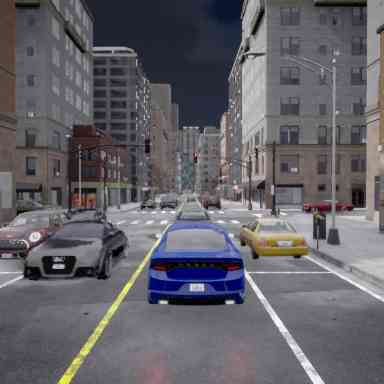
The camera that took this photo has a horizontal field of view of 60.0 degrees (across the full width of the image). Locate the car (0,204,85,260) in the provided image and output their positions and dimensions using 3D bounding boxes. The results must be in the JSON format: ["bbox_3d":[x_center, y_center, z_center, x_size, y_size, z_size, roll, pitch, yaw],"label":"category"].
[{"bbox_3d":[-5.704,1.441,12.230,1.967,1.590,4.097,-1,0,0],"label":"car"}]

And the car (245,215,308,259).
[{"bbox_3d":[2.821,1.527,12.419,1.752,1.417,4.829,-1,0,0],"label":"car"}]

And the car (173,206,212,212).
[{"bbox_3d":[0.063,1.605,17.515,1.895,1.301,4.718,0,0,0],"label":"car"}]

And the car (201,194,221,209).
[{"bbox_3d":[2.750,1.349,44.617,2.192,1.841,5.009,-1,0,0],"label":"car"}]

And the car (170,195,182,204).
[{"bbox_3d":[-3.180,1.406,65.450,2.097,1.767,4.553,0,0,1],"label":"car"}]

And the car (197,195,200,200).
[{"bbox_3d":[2.707,1.370,66.961,2.192,1.841,5.009,-1,0,0],"label":"car"}]

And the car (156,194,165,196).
[{"bbox_3d":[-5.797,1.571,55.601,1.752,1.417,4.829,-1,0,0],"label":"car"}]

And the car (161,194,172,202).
[{"bbox_3d":[-5.847,1.377,78.115,2.192,1.841,5.009,-1,0,0],"label":"car"}]

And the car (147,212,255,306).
[{"bbox_3d":[0.079,1.478,8.152,1.882,1.535,5.008,0,0,0],"label":"car"}]

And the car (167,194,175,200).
[{"bbox_3d":[-5.882,1.510,94.871,1.967,1.590,4.097,-1,0,0],"label":"car"}]

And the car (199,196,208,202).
[{"bbox_3d":[2.688,1.587,78.303,1.752,1.417,4.829,-1,0,0],"label":"car"}]

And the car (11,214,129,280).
[{"bbox_3d":[-3.136,1.564,9.798,1.994,1.385,4.181,0,0,0],"label":"car"}]

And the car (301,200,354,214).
[{"bbox_3d":[13.289,1.457,32.882,4.718,1.301,1.895,-1,1,-1],"label":"car"}]

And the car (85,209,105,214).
[{"bbox_3d":[-5.715,1.570,17.726,1.947,1.339,4.313,-1,0,0],"label":"car"}]

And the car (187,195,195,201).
[{"bbox_3d":[-0.182,1.534,84.497,1.895,1.301,4.718,0,0,0],"label":"car"}]

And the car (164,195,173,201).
[{"bbox_3d":[-5.858,1.505,83.700,1.967,1.590,4.097,-1,0,0],"label":"car"}]

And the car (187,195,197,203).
[{"bbox_3d":[-0.159,1.577,74.045,2.128,1.511,4.902,0,0,0],"label":"car"}]

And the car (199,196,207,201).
[{"bbox_3d":[2.678,1.631,83.718,1.947,1.339,4.313,-1,0,0],"label":"car"}]

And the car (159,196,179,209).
[{"bbox_3d":[-3.193,1.582,45.347,2.033,1.411,5.357,0,0,0],"label":"car"}]

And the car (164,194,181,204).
[{"bbox_3d":[-3.207,1.550,55.245,1.837,1.490,4.892,0,0,0],"label":"car"}]

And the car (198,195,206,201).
[{"bbox_3d":[2.668,1.633,89.304,1.947,1.339,4.313,-1,0,0],"label":"car"}]

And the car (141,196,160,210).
[{"bbox_3d":[-5.773,1.600,44.599,1.947,1.339,4.313,-1,0,0],"label":"car"}]

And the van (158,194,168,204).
[{"bbox_3d":[-5.823,1.396,66.943,1.690,1.788,3.998,-1,0,0],"label":"van"}]

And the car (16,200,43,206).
[{"bbox_3d":[-14.028,1.502,29.379,4.553,1.767,2.097,0,1,2],"label":"car"}]

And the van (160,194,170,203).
[{"bbox_3d":[-5.835,1.400,72.529,1.690,1.788,3.998,-1,0,0],"label":"van"}]

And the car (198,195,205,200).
[{"bbox_3d":[2.657,1.621,94.890,2.008,1.369,4.403,-1,0,0],"label":"car"}]
